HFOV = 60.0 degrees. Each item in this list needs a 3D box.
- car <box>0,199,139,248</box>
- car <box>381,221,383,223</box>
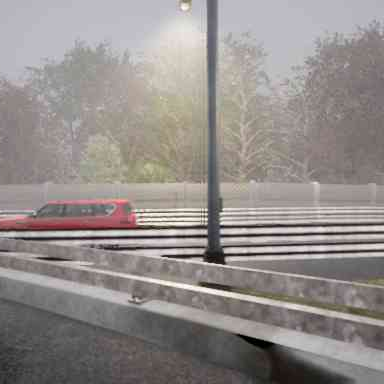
[{"bbox_3d":[-4.842,1.302,13.053,5.566,2.045,2.150,0,0,-2],"label":"car"},{"bbox_3d":[10.790,1.514,14.915,4.892,1.490,1.837,0,0,-9],"label":"car"}]
